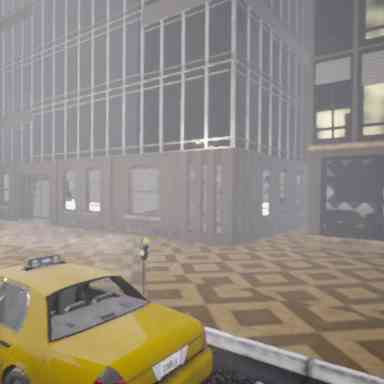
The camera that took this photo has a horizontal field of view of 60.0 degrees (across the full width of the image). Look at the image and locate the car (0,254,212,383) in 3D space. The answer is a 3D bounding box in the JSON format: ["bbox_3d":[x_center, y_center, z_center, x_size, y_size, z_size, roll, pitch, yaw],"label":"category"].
[{"bbox_3d":[-2.072,1.496,4.351,4.829,1.417,1.752,1,1,36],"label":"car"}]
